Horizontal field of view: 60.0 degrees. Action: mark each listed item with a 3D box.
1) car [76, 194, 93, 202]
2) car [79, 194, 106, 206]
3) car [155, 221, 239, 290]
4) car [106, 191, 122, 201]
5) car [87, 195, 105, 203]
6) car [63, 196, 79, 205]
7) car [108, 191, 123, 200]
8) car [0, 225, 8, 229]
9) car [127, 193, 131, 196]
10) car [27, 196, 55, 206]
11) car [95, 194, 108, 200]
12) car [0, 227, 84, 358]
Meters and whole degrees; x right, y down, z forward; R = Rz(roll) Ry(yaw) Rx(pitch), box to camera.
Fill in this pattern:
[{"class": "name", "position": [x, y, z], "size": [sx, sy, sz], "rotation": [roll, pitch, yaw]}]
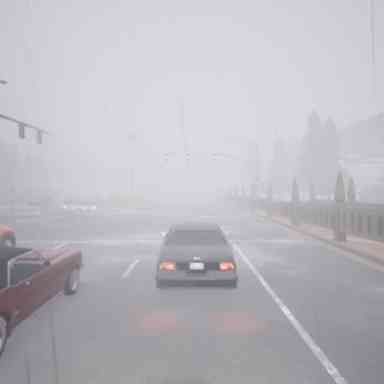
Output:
[{"class": "car", "position": [-21.061, 1.120, 65.383], "size": [1.812, 1.442, 4.674], "rotation": [0, 0, 0]}, {"class": "car", "position": [-14.124, 1.269, 47.441], "size": [1.994, 1.385, 4.181], "rotation": [0, 0, 0]}, {"class": "car", "position": [0.091, 1.490, 9.057], "size": [2.033, 1.411, 5.357], "rotation": [0, 0, 0]}, {"class": "car", "position": [-14.107, 0.843, 60.267], "size": [2.150, 2.045, 5.566], "rotation": [0, 1, 1]}, {"class": "car", "position": [-17.596, 1.220, 61.433], "size": [1.895, 1.301, 4.718], "rotation": [0, 0, 1]}, {"class": "car", "position": [-17.618, 1.256, 49.588], "size": [1.994, 1.385, 4.181], "rotation": [0, 0, 0]}, {"class": "car", "position": [-17.572, 0.749, 76.767], "size": [2.150, 2.045, 5.566], "rotation": [0, 0, 0]}, {"class": "car", "position": [-6.909, 1.294, 9.264], "size": [2.097, 1.767, 4.553], "rotation": [0, 0, 0]}, {"class": "car", "position": [-14.071, 1.054, 75.749], "size": [1.812, 1.442, 4.674], "rotation": [0, 0, 0]}, {"class": "car", "position": [-21.123, 1.256, 46.891], "size": [2.033, 1.411, 5.357], "rotation": [0, 0, 0]}, {"class": "car", "position": [-21.072, 1.071, 77.438], "size": [1.994, 1.385, 4.181], "rotation": [0, 0, 0]}, {"class": "car", "position": [-3.405, 1.565, 5.601], "size": [1.895, 1.301, 4.718], "rotation": [0, 0, 0]}]
